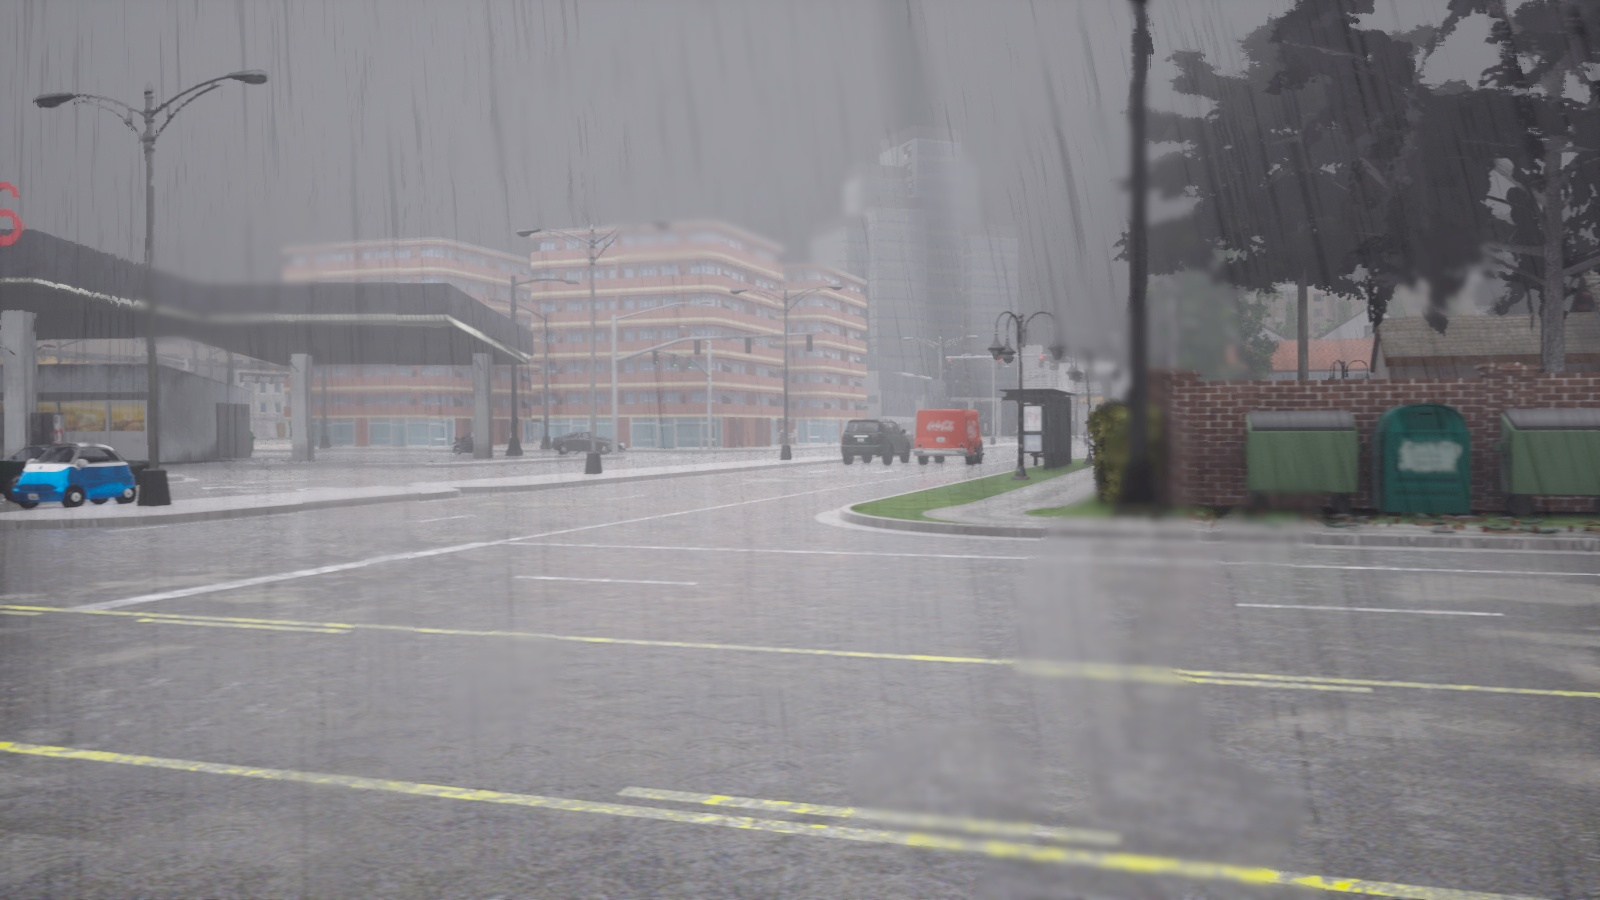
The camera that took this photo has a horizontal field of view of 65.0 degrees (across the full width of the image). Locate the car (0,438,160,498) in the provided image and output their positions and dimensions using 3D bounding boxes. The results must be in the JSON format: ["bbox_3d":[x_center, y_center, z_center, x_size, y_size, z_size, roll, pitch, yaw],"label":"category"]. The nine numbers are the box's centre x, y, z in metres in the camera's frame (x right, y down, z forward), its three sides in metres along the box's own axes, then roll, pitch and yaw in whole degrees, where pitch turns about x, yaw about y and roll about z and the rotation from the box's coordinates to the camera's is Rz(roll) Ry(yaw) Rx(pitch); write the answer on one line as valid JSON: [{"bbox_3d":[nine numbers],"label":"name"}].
[{"bbox_3d":[-17.927,0.379,29.986,1.895,1.301,4.718,1,1,18],"label":"car"}]

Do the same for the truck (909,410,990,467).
[{"bbox_3d":[6.833,-0.546,56.897,2.627,2.467,5.204,1,1,18],"label":"truck"}]

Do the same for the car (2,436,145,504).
[{"bbox_3d":[-15.355,0.397,26.626,1.481,1.376,2.207,1,1,18],"label":"car"}]

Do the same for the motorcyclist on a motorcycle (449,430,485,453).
[{"bbox_3d":[-22.279,-0.567,83.960,2.191,1.530,0.866,1,1,17],"label":"motorcyclist on a motorcycle"}]

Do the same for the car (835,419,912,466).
[{"bbox_3d":[3.447,-0.367,57.808,2.150,2.045,5.566,1,1,18],"label":"car"}]

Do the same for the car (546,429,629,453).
[{"bbox_3d":[-13.728,-0.570,81.238,4.902,1.511,2.128,0,1,17],"label":"car"}]
